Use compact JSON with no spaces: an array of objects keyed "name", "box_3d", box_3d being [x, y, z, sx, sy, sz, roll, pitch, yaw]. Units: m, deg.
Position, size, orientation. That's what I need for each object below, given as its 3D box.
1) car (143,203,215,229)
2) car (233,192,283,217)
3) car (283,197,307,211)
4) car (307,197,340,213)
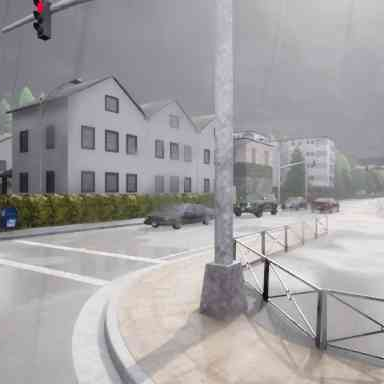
[{"name":"car","box_3d":[-0.511,1.360,20.206,2.033,1.411,5.357,0,0,35]},{"name":"car","box_3d":[5.646,1.034,28.894,2.150,2.045,5.566,0,0,35]},{"name":"car","box_3d":[11.518,1.303,37.102,2.128,1.511,4.902,0,0,36]},{"name":"car","box_3d":[13.516,1.289,33.608,1.882,1.535,5.008,0,0,35]}]
